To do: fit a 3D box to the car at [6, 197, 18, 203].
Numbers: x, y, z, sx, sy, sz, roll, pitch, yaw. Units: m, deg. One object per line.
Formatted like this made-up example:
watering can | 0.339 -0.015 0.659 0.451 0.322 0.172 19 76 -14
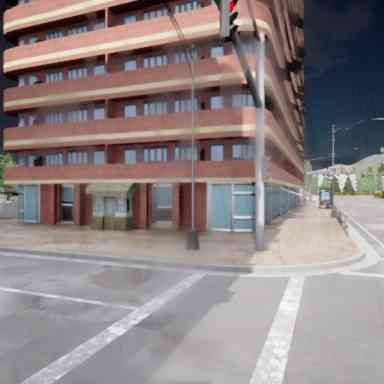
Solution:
car | -27.889 1.433 54.576 1.812 1.442 4.674 0 0 30
